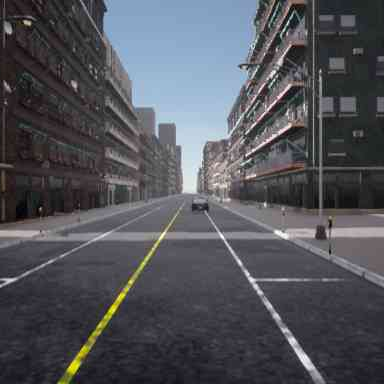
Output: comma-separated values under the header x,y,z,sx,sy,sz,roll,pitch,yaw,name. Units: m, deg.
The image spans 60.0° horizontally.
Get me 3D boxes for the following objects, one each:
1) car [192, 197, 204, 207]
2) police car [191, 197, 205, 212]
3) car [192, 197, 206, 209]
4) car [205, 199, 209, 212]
x,y,z,sx,sy,sz,roll,pitch,yaw,name
0.899,1.552,53.686,1.837,1.490,4.892,0,0,0,car
0.899,1.427,37.796,1.930,1.638,5.238,0,0,0,police car
0.899,1.485,47.685,1.882,1.535,5.008,0,0,0,car
2.692,1.408,33.525,1.967,1.590,4.097,0,0,0,car
